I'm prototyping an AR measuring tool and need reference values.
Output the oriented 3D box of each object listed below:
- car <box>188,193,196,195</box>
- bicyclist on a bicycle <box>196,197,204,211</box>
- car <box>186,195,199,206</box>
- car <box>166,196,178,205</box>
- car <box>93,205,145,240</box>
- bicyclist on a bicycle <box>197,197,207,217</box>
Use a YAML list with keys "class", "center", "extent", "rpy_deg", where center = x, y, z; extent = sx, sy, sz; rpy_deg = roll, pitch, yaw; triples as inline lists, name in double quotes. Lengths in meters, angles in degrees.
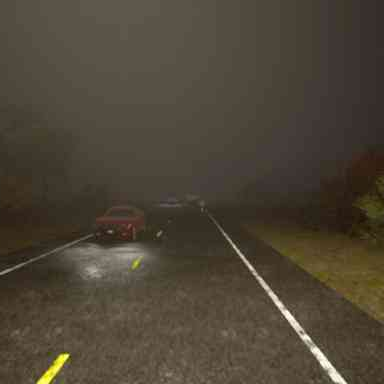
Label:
- class: "car"
  center: [-0.024, 1.148, 73.790]
  extent: [2.150, 2.045, 5.566]
  rpy_deg: [0, 0, 0]
- class: "bicyclist on a bicycle"
  center: [0.965, 1.421, 39.095]
  extent: [0.866, 1.612, 1.509]
  rpy_deg: [0, 0, 0]
- class: "car"
  center: [0.077, 1.568, 52.693]
  extent: [1.895, 1.301, 4.718]
  rpy_deg: [0, 0, 0]
- class: "car"
  center: [-3.564, 1.482, 58.795]
  extent: [1.812, 1.442, 4.674]
  rpy_deg: [0, 0, 1]
- class: "car"
  center: [-3.606, 1.478, 17.199]
  extent: [1.882, 1.535, 5.008]
  rpy_deg: [0, 0, 0]
- class: "bicyclist on a bicycle"
  center: [0.936, 1.429, 30.568]
  extent: [0.866, 1.612, 1.509]
  rpy_deg: [0, 0, 0]
